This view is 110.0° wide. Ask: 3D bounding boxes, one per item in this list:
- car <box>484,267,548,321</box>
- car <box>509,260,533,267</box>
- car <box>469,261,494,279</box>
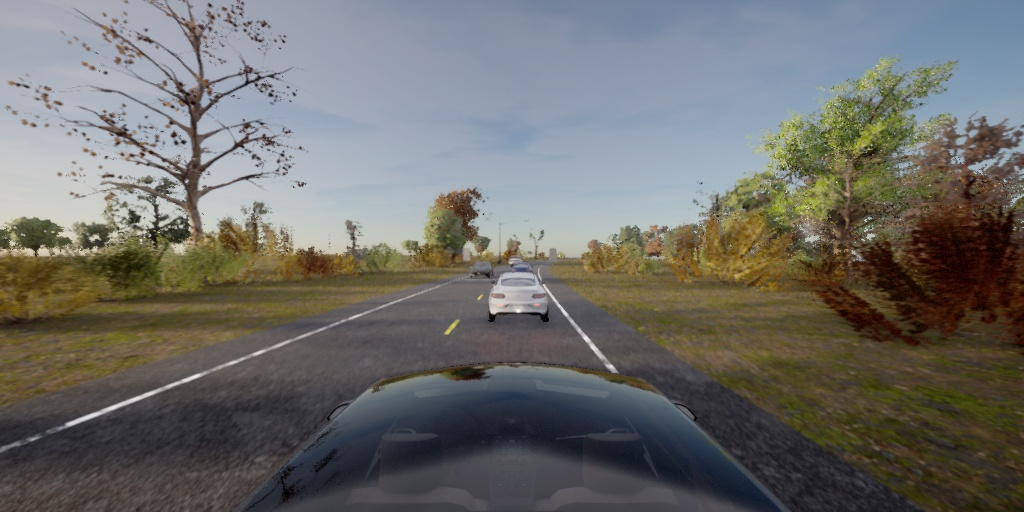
[{"bbox_3d":[0.214,1.279,12.357,1.812,1.442,4.674,0,0,1],"label":"car"},{"bbox_3d":[0.847,1.281,31.019,1.812,1.442,4.674,0,0,3],"label":"car"},{"bbox_3d":[-2.741,1.262,33.281,1.837,1.490,4.892,0,0,3],"label":"car"}]
